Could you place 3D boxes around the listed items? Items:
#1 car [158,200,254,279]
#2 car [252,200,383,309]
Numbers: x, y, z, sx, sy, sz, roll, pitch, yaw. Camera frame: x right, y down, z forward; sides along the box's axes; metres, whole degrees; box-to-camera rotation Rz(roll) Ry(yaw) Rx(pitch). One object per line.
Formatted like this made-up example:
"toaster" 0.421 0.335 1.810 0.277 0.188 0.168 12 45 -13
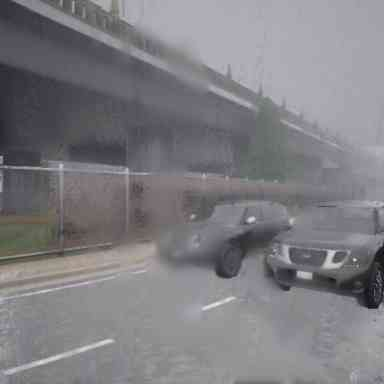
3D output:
"car" 1.415 1.305 10.869 2.150 2.045 5.566 -1 -1 41
"car" 3.973 1.263 8.499 2.150 2.045 5.566 -1 -1 41
